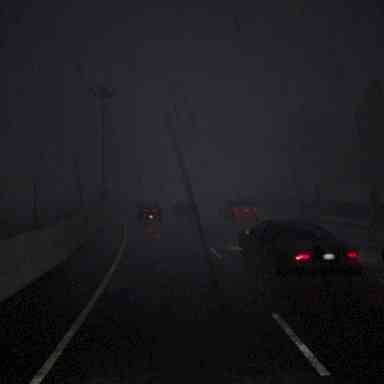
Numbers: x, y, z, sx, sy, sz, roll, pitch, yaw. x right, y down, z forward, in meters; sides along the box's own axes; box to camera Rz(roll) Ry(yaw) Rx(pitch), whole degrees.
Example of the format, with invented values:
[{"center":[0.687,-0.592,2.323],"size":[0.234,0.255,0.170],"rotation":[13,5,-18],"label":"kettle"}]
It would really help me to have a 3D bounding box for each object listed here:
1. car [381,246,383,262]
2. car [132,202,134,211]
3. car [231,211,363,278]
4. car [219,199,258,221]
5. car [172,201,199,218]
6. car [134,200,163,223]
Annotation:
[{"center":[6.577,1.497,7.769],"size":[1.837,1.490,4.892],"rotation":[0,0,-4],"label":"car"},{"center":[-6.691,1.679,42.553],"size":[1.895,1.301,4.718],"rotation":[0,0,-12],"label":"car"},{"center":[2.891,1.553,10.198],"size":[2.033,1.411,5.357],"rotation":[0,0,-6],"label":"car"},{"center":[3.628,1.379,26.763],"size":[2.097,1.767,4.553],"rotation":[0,0,-11],"label":"car"},{"center":[-0.707,1.522,30.665],"size":[1.882,1.535,5.008],"rotation":[0,0,-11],"label":"car"},{"center":[-3.407,1.549,26.293],"size":[1.837,1.490,4.892],"rotation":[0,-1,-11],"label":"car"}]
